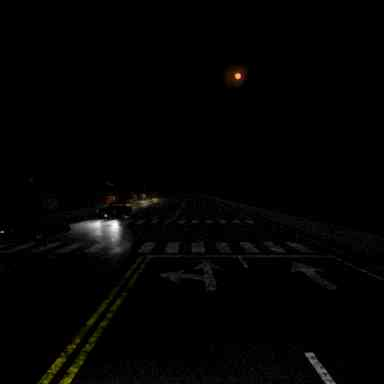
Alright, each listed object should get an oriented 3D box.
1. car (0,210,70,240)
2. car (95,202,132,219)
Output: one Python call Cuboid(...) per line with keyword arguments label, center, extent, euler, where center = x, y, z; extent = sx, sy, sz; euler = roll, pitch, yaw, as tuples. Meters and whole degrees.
Cuboid(label="car", center=(-8.579, 1.552, 15.508), extent=(5.357, 1.411, 2.033), euler=(0, 0, -33))
Cuboid(label="car", center=(-6.718, 1.595, 28.902), extent=(1.895, 1.301, 4.718), euler=(0, 0, 5))
